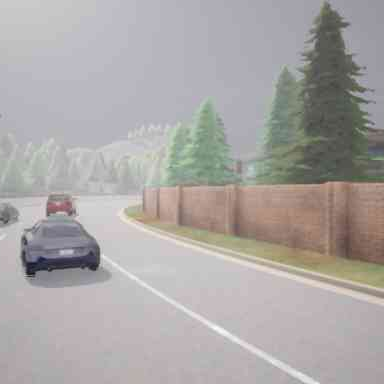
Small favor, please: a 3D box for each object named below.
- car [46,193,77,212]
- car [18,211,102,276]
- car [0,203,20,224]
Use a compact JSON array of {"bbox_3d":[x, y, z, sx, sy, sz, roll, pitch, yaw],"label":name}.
[{"bbox_3d":[-12.102,1.136,31.068,2.150,2.045,5.566,0,0,-14],"label":"car"},{"bbox_3d":[-4.215,1.534,10.453,1.994,1.385,4.181,0,0,-28],"label":"car"},{"bbox_3d":[-13.644,1.455,23.601,2.033,1.411,5.357,0,0,-18],"label":"car"}]
